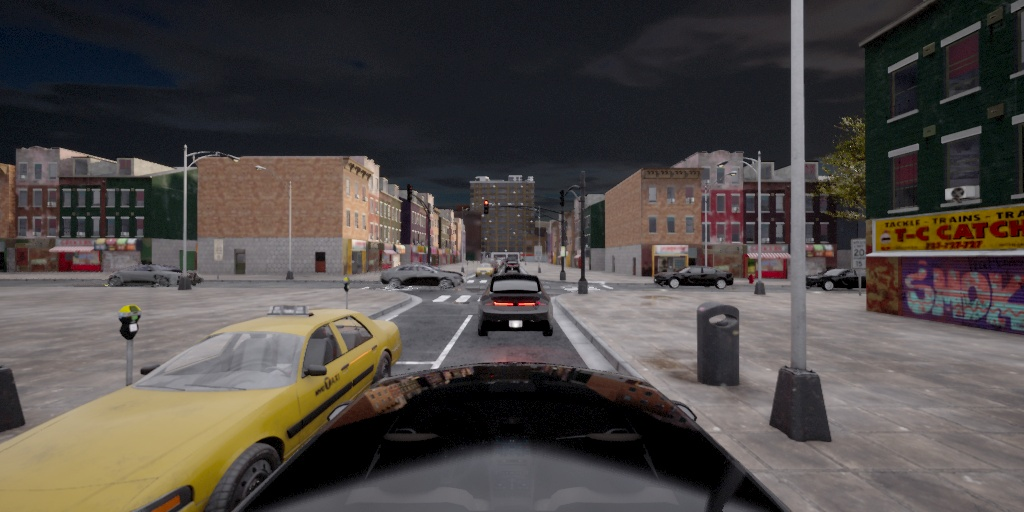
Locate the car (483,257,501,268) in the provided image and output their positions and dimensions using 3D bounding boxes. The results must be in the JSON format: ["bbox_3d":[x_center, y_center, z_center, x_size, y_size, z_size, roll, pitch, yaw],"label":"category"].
[{"bbox_3d":[-2.697,1.115,41.561,2.192,1.841,5.009,0,0,0],"label":"car"}]

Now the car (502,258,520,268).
[{"bbox_3d":[0.034,1.317,46.824,1.837,1.490,4.892,0,0,0],"label":"car"}]

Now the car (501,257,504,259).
[{"bbox_3d":[-2.729,1.382,63.166,1.751,1.417,4.829,0,0,0],"label":"car"}]

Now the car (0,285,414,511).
[{"bbox_3d":[-2.641,1.276,3.991,1.751,1.417,4.829,0,0,0],"label":"car"}]

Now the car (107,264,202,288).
[{"bbox_3d":[-20.981,1.181,21.190,4.181,1.385,1.994,0,0,0],"label":"car"}]

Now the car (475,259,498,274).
[{"bbox_3d":[-2.688,1.315,35.948,1.751,1.417,4.829,0,0,0],"label":"car"}]

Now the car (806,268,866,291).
[{"bbox_3d":[22.381,1.555,24.424,5.008,1.535,1.882,1,0,-1],"label":"car"}]

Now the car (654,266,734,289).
[{"bbox_3d":[12.252,1.402,24.361,5.008,1.535,1.882,1,0,0],"label":"car"}]

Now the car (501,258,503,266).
[{"bbox_3d":[-2.713,1.376,52.449,2.007,1.370,4.403,0,0,0],"label":"car"}]

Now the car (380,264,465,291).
[{"bbox_3d":[-5.281,1.222,21.296,4.902,1.511,2.128,0,0,0],"label":"car"}]

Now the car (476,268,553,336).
[{"bbox_3d":[0.083,1.260,10.375,1.837,1.490,4.892,0,0,0],"label":"car"}]
